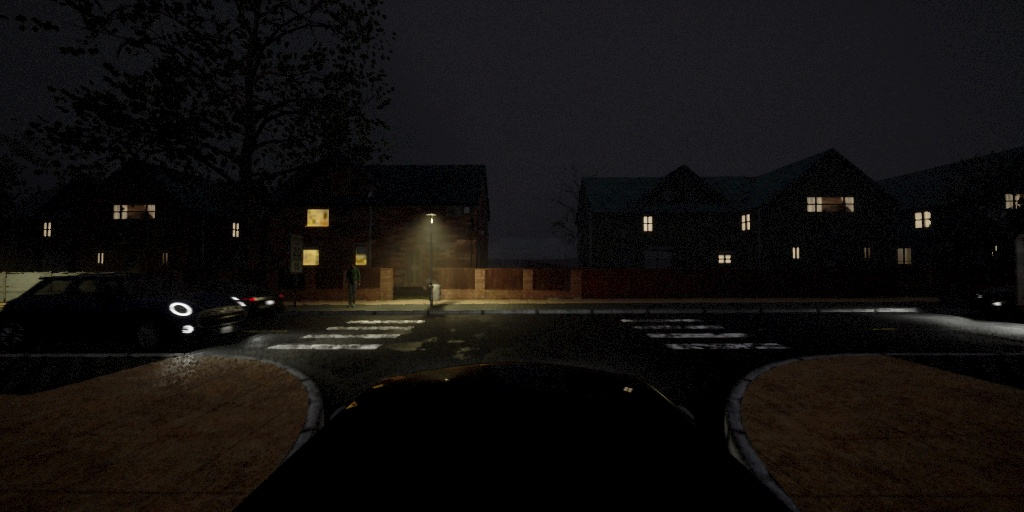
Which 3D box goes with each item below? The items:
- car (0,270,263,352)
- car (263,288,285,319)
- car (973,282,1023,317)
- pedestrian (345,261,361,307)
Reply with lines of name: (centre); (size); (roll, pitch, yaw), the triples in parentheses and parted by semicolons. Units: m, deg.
car: (-9.098, 1.200, 8.689); (4.553, 1.767, 2.097); (-1, -1, 2)
car: (-9.813, 1.496, 11.657); (4.181, 1.385, 1.994); (-1, -1, 2)
car: (17.190, 1.191, 10.857); (4.892, 1.490, 1.837); (0, -1, 2)
pedestrian: (-6.470, 1.114, 14.478); (0.375, 1.860, 0.375); (0, -1, 2)
